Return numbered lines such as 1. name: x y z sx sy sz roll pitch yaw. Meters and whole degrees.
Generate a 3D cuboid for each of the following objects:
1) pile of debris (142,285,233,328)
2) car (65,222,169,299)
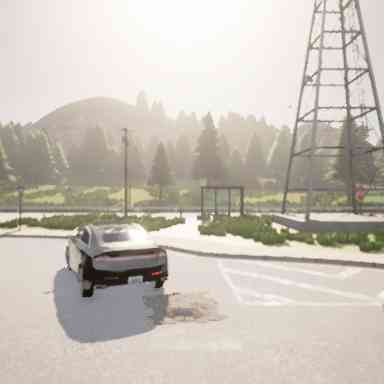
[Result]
1. pile of debris: -0.197 2.212 6.644 1.500 0.140 1.860 0 0 -12
2. car: -2.167 1.541 8.781 2.128 1.511 4.902 0 0 -26
